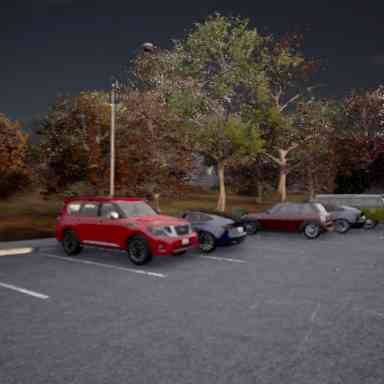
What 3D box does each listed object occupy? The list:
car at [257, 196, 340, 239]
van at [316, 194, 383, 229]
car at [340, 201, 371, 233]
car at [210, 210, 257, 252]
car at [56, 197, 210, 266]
[{"bbox_3d":[4.704,1.272,16.925,4.553,1.767,2.185,-1,0,34],"label":"car"},{"bbox_3d":[9.366,1.138,20.431,4.442,1.987,1.878,-1,0,34],"label":"van"},{"bbox_3d":[7.050,1.410,18.671,4.792,1.488,2.163,-1,0,34],"label":"car"},{"bbox_3d":[-0.132,1.468,13.524,4.792,1.488,2.163,-1,0,34],"label":"car"},{"bbox_3d":[-2.477,1.206,11.785,5.566,2.045,2.435,-1,-1,34],"label":"car"}]
